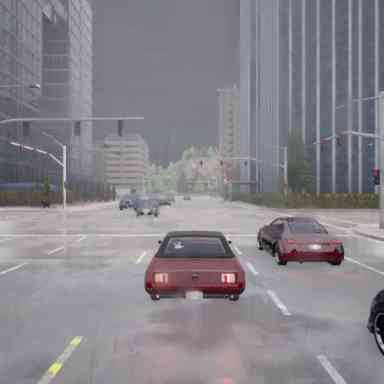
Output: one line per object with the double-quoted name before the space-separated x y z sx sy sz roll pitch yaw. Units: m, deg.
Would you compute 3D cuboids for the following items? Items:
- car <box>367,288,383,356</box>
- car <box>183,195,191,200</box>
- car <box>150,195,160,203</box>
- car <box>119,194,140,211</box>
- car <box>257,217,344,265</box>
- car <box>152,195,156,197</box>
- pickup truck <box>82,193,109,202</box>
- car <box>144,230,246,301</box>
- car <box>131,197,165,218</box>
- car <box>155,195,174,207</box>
"car" 3.608 1.564 3.236 1.994 1.385 4.181 0 0 -1
"car" -1.295 1.553 88.561 1.994 1.385 4.181 0 0 -1
"car" -8.075 1.500 73.341 1.837 1.490 4.892 0 0 -1
"car" -7.682 1.221 41.806 2.150 2.045 5.566 0 0 -1
"car" 3.577 1.564 11.647 1.994 1.385 4.181 0 0 0
"car" -7.924 1.526 57.772 1.812 1.442 4.674 0 0 -1
"pickup truck" -21.197 1.059 73.336 2.390 2.098 6.274 0 0 30
"car" 0.071 1.601 8.289 1.895 1.301 4.718 0 0 0
"car" -3.920 1.492 30.302 2.128 1.511 4.902 0 0 -1
"car" -4.370 1.547 53.067 2.033 1.411 5.357 0 0 -1
